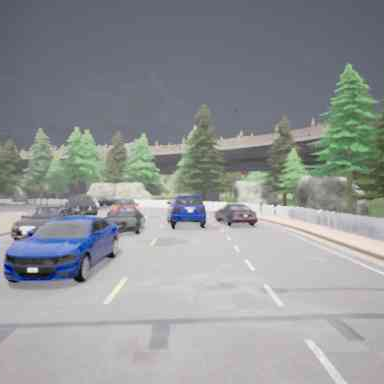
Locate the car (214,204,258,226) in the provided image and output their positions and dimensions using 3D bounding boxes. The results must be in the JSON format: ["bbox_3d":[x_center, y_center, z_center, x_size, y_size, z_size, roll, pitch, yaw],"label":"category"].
[{"bbox_3d":[2.942,1.544,23.299,2.033,1.411,5.357,0,0,-9],"label":"car"}]

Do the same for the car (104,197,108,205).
[{"bbox_3d":[-12.589,1.472,47.062,5.008,1.535,1.882,0,0,34],"label":"car"}]

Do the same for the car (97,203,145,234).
[{"bbox_3d":[-3.788,1.562,18.930,1.994,1.385,4.181,0,0,-2],"label":"car"}]

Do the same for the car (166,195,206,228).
[{"bbox_3d":[-0.466,1.218,22.382,2.150,2.045,5.566,0,0,-8],"label":"car"}]

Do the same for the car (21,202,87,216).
[{"bbox_3d":[-7.213,1.490,16.785,2.128,1.511,4.902,0,0,-2],"label":"car"}]

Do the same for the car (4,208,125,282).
[{"bbox_3d":[-3.552,1.477,9.944,1.882,1.535,5.008,0,0,0],"label":"car"}]

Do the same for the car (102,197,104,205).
[{"bbox_3d":[-14.371,1.520,44.150,4.674,1.442,1.812,0,0,34],"label":"car"}]

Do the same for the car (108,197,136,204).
[{"bbox_3d":[-5.480,1.349,27.613,2.097,1.767,4.553,0,0,-19],"label":"car"}]

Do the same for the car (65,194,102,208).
[{"bbox_3d":[-9.129,1.218,27.284,2.150,2.045,5.566,0,0,-24],"label":"car"}]
